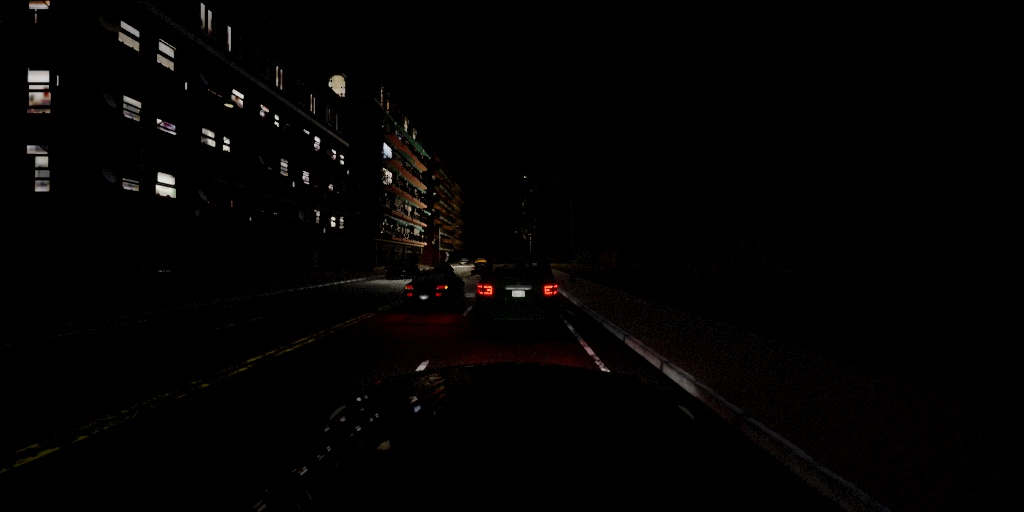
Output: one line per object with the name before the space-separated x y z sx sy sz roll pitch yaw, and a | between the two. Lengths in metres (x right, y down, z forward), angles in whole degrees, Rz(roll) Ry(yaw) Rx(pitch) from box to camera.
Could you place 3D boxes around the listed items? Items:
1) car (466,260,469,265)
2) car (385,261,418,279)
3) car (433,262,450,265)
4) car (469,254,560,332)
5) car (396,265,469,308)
car | -3.109 1.302 36.878 2.033 1.411 5.357 0 0 0
car | -9.815 1.232 32.363 1.882 1.535 5.008 0 0 0
car | -6.550 1.280 33.134 1.812 1.442 4.674 0 0 0
car | 0.115 0.973 11.040 2.150 2.045 5.566 0 0 -1
car | -3.135 1.278 15.070 1.812 1.442 4.674 0 0 0
